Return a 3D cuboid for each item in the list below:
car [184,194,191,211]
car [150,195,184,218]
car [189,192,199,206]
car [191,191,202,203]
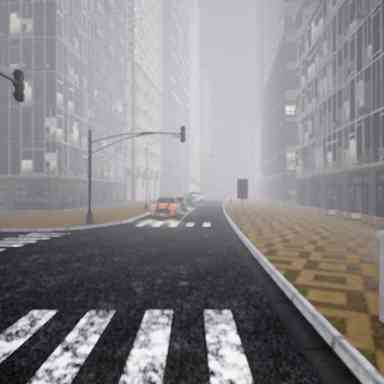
[{"bbox_3d":[-1.571,1.273,37.280,1.837,1.490,4.892,0,0,5],"label":"car"},{"bbox_3d":[-2.186,1.180,28.245,2.097,1.767,4.553,0,0,4],"label":"car"},{"bbox_3d":[-0.662,1.188,47.588,2.128,1.511,4.902,0,0,6],"label":"car"},{"bbox_3d":[0.528,0.839,58.208,2.150,2.045,5.566,0,0,7],"label":"car"}]
